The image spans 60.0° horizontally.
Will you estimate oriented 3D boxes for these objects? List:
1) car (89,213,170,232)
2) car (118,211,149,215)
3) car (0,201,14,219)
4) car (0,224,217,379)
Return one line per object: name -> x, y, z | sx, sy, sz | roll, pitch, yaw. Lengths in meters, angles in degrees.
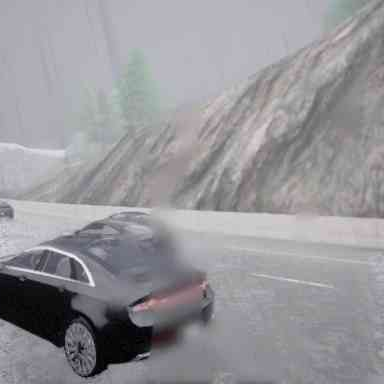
car -> -2.512, 1.542, 10.463 | 4.674, 1.442, 1.812 | 0, 0, 38
car -> -3.001, 1.589, 15.388 | 4.181, 1.385, 1.994 | 0, 0, 40
car -> -16.639, 1.522, 28.130 | 2.128, 1.511, 4.902 | 0, 0, -44
car -> -1.925, 1.500, 5.563 | 4.902, 1.511, 2.128 | 0, 0, 37
